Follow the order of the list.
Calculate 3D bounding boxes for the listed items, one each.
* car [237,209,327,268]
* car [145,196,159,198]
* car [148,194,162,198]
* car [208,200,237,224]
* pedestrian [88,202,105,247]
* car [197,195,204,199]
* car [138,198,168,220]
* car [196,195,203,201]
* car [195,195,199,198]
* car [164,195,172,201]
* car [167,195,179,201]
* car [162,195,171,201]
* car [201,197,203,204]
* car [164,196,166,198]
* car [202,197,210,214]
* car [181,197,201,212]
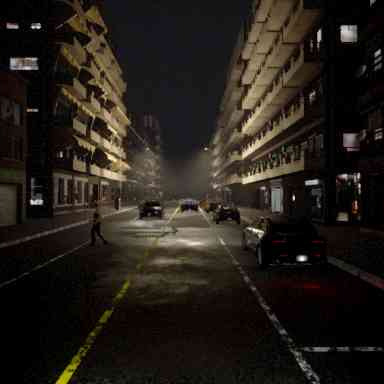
[{"bbox_3d":[2.894,1.509,11.236,1.837,1.490,4.892,0,0,-1],"label":"car"},{"bbox_3d":[-6.122,1.580,46.424,1.947,1.339,4.313,1,0,-1],"label":"car"},{"bbox_3d":[-6.171,1.331,51.994,2.192,1.841,5.009,1,0,-1],"label":"car"},{"bbox_3d":[2.471,1.558,24.180,2.008,1.369,4.403,1,0,-1],"label":"car"},{"bbox_3d":[-3.872,1.297,13.540,0.375,1.860,0.375,1,-1,-6],"label":"pedestrian"},{"bbox_3d":[2.152,1.600,57.606,1.802,1.307,4.206,1,0,-1],"label":"car"},{"bbox_3d":[-3.371,1.513,28.482,1.837,1.490,4.892,0,0,-1],"label":"car"},{"bbox_3d":[1.892,1.553,85.631,1.752,1.417,4.829,1,0,-1],"label":"car"},{"bbox_3d":[-0.452,1.562,48.162,2.033,1.411,5.357,0,0,-1],"label":"car"},{"bbox_3d":[-6.547,1.595,90.991,1.947,1.339,4.313,1,0,-1],"label":"car"},{"bbox_3d":[-3.661,1.232,69.344,1.882,1.535,5.008,0,0,-1],"label":"car"},{"bbox_3d":[-6.492,1.553,85.250,1.752,1.417,4.829,1,0,-1],"label":"car"},{"bbox_3d":[2.312,1.594,40.894,1.802,1.307,4.206,1,0,-1],"label":"car"},{"bbox_3d":[-6.224,1.333,57.566,2.192,1.841,5.009,1,0,-1],"label":"car"},{"bbox_3d":[2.364,1.536,35.492,1.752,1.417,4.829,1,0,-1],"label":"car"},{"bbox_3d":[-0.275,1.612,37.995,1.895,1.301,4.718,0,0,0],"label":"car"}]
